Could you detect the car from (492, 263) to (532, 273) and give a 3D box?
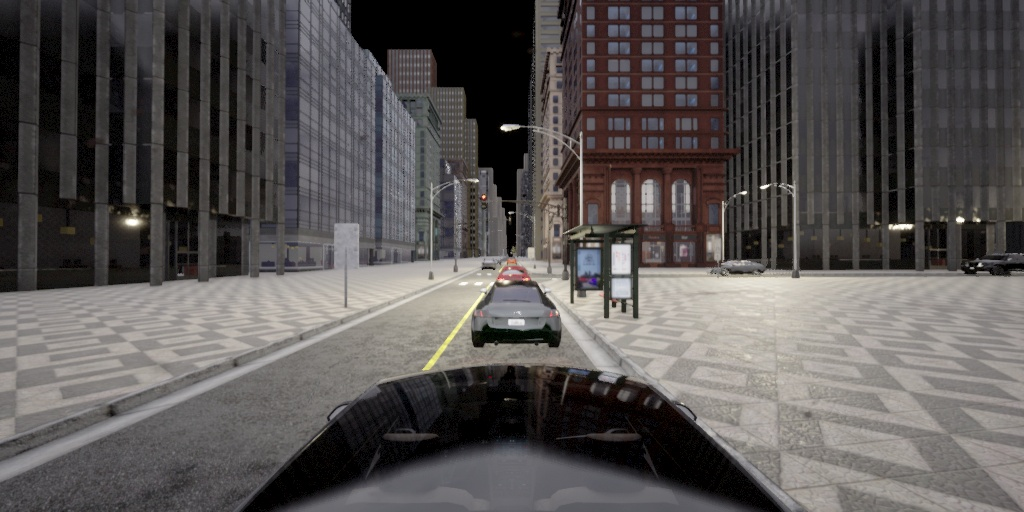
[{"bbox_3d":[0.110,1.264,19.104,1.812,1.442,4.674,0,0,1],"label":"car"}]

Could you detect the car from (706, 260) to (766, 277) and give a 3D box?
[{"bbox_3d":[20.701,1.151,33.234,4.902,1.511,2.128,0,-1,0],"label":"car"}]

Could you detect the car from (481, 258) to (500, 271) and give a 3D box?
[{"bbox_3d":[-3.115,1.220,48.441,2.033,1.411,5.357,0,0,0],"label":"car"}]

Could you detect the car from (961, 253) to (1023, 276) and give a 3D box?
[{"bbox_3d":[45.315,0.791,33.148,5.566,2.045,2.150,0,-1,0],"label":"car"}]

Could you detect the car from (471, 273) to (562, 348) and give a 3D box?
[{"bbox_3d":[0.095,1.312,9.270,1.994,1.385,4.181,0,0,0],"label":"car"}]
